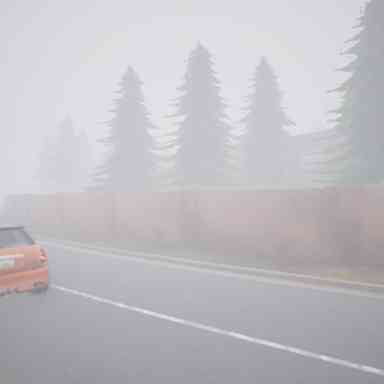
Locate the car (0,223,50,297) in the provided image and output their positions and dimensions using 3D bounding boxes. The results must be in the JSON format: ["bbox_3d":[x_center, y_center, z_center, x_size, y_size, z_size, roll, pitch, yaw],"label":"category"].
[{"bbox_3d":[-5.412,1.498,7.999,4.553,1.767,2.097,-1,-1,38],"label":"car"}]
